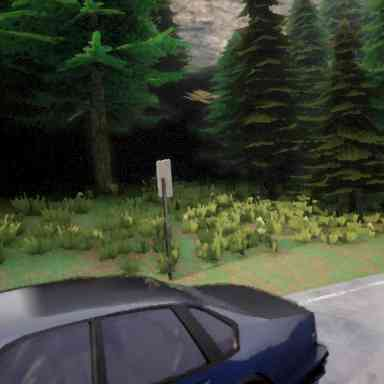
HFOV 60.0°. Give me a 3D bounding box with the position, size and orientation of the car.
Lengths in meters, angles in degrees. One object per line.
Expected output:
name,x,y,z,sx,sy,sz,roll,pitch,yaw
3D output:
car,-1.133,1.545,2.756,5.357,1.411,2.033,-1,0,-34
